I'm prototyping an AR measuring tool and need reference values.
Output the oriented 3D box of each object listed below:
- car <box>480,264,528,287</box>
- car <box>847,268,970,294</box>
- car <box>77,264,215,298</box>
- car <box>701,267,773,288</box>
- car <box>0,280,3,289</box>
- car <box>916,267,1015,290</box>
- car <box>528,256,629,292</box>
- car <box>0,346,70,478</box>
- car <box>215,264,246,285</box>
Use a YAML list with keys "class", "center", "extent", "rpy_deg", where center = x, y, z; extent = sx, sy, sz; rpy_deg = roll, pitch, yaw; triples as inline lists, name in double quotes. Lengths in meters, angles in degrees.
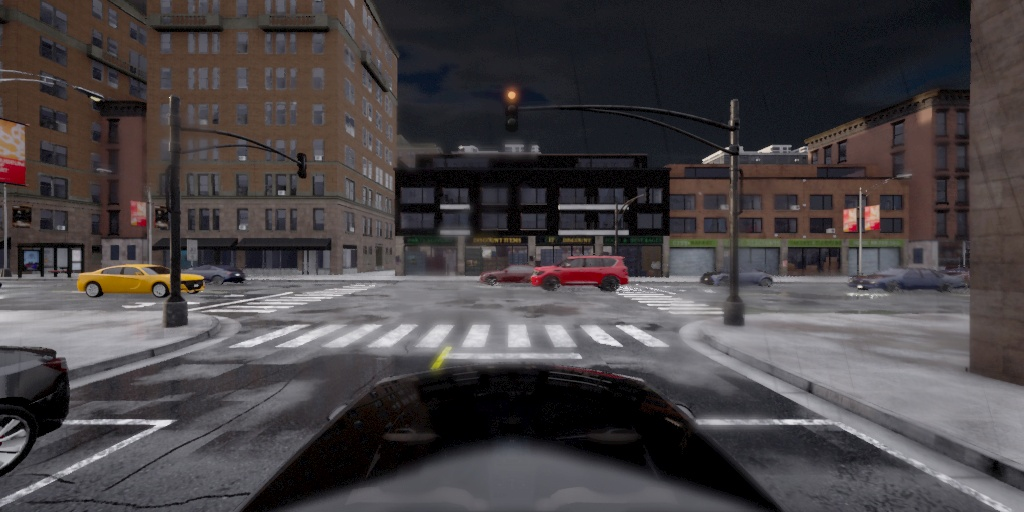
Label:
- class: "car"
  center: [0.195, 1.284, 24.141]
  extent: [4.674, 1.442, 1.812]
  rpy_deg: [0, 0, 0]
- class: "car"
  center: [23.036, 1.422, 21.001]
  extent: [5.357, 1.411, 2.033]
  rpy_deg: [0, 0, 0]
- class: "car"
  center: [-17.782, 1.149, 17.356]
  extent: [5.008, 1.535, 1.882]
  rpy_deg: [0, 0, 0]
- class: "car"
  center: [15.113, 1.397, 24.212]
  extent: [4.181, 1.385, 1.994]
  rpy_deg: [0, 0, 0]
- class: "car"
  center: [-27.848, 1.150, 17.310]
  extent: [4.674, 1.442, 1.812]
  rpy_deg: [0, 0, 0]
- class: "car"
  center: [30.565, 1.479, 24.283]
  extent: [4.181, 1.385, 1.994]
  rpy_deg: [0, 0, 0]
- class: "car"
  center: [3.928, 0.999, 20.910]
  extent: [5.566, 2.045, 2.150]
  rpy_deg: [0, 0, 0]
- class: "car"
  center: [-5.387, 1.316, 1.866]
  extent: [1.948, 1.339, 4.313]
  rpy_deg: [0, 0, 0]
- class: "car"
  center: [-20.399, 1.223, 24.043]
  extent: [4.181, 1.385, 1.994]
  rpy_deg: [0, 0, 0]
